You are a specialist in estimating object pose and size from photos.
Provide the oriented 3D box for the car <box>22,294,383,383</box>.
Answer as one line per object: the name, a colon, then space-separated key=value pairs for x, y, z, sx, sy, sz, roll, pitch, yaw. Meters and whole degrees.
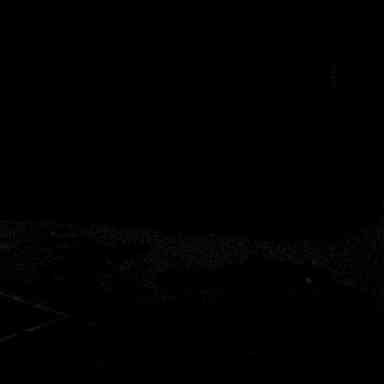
car: x=0.409 y=1.574 z=2.668 sx=4.313 sy=1.339 sz=1.947 roll=-1 pitch=0 yaw=36
